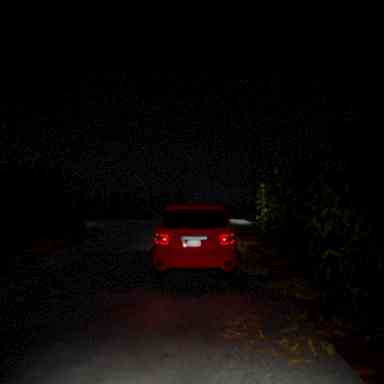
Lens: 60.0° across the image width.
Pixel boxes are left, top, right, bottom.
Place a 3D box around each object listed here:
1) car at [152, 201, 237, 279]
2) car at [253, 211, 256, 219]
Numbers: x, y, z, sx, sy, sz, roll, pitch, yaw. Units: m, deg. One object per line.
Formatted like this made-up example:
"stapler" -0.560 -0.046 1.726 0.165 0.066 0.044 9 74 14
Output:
"car" 0.102 1.278 10.409 2.150 2.045 5.566 0 0 1
"car" 7.338 1.639 26.697 4.892 1.490 1.837 0 0 -2
